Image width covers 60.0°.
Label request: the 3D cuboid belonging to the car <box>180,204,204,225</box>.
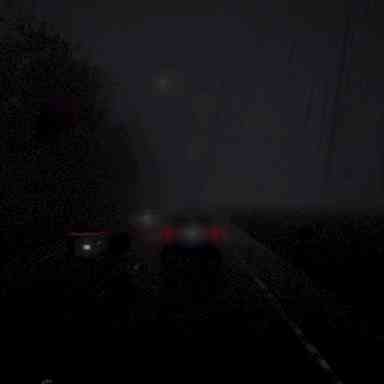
[{"bbox_3d":[0.032,1.827,28.481,1.837,1.490,4.892,0,0,1],"label":"car"}]

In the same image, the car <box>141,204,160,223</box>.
[{"bbox_3d":[-3.469,1.827,28.494,1.837,1.490,4.892,0,0,1],"label":"car"}]

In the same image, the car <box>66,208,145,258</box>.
[{"bbox_3d":[-3.473,1.645,13.493,2.128,1.511,4.902,0,0,1],"label":"car"}]

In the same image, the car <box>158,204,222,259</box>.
[{"bbox_3d":[0.028,1.502,13.421,2.097,1.767,4.553,0,-1,1],"label":"car"}]

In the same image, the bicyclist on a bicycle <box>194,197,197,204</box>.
[{"bbox_3d":[0.988,2.407,92.368,0.659,1.776,1.843,0,0,0],"label":"bicyclist on a bicycle"}]
